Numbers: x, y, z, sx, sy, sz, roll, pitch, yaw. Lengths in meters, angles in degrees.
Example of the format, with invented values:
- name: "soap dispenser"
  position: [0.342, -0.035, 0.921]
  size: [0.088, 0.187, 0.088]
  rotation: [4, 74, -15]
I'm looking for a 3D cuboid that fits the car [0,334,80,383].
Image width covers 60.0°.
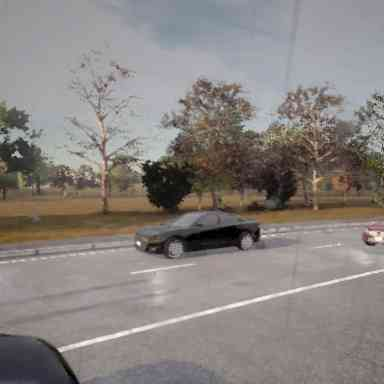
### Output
- name: "car"
  position: [-2.657, 1.556, 1.727]
  size: [4.181, 1.385, 1.994]
  rotation: [0, 0, -36]

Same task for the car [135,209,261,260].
- name: "car"
  position: [0.336, 1.436, 12.441]
  size: [5.008, 1.535, 1.882]
  rotation: [0, 0, -32]

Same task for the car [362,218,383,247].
- name: "car"
  position: [9.011, 1.487, 13.555]
  size: [4.674, 1.442, 1.812]
  rotation: [0, 0, -29]
